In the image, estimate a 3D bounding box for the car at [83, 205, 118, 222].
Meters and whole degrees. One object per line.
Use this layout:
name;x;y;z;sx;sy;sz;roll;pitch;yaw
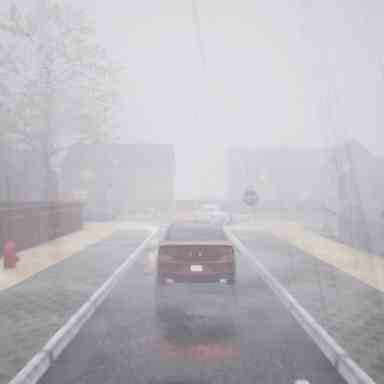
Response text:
car;-7.689;1.632;24.694;4.181;1.385;1.994;0;-1;0

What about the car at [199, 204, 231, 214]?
car;1.279;1.504;20.821;1.812;1.442;4.674;-1;1;16

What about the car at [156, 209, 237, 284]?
car;0.097;1.474;9.559;1.882;1.535;5.008;0;0;0

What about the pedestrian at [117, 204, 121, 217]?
pedestrian;-6.719;1.344;30.557;0.375;1.860;0.375;0;-1;1
